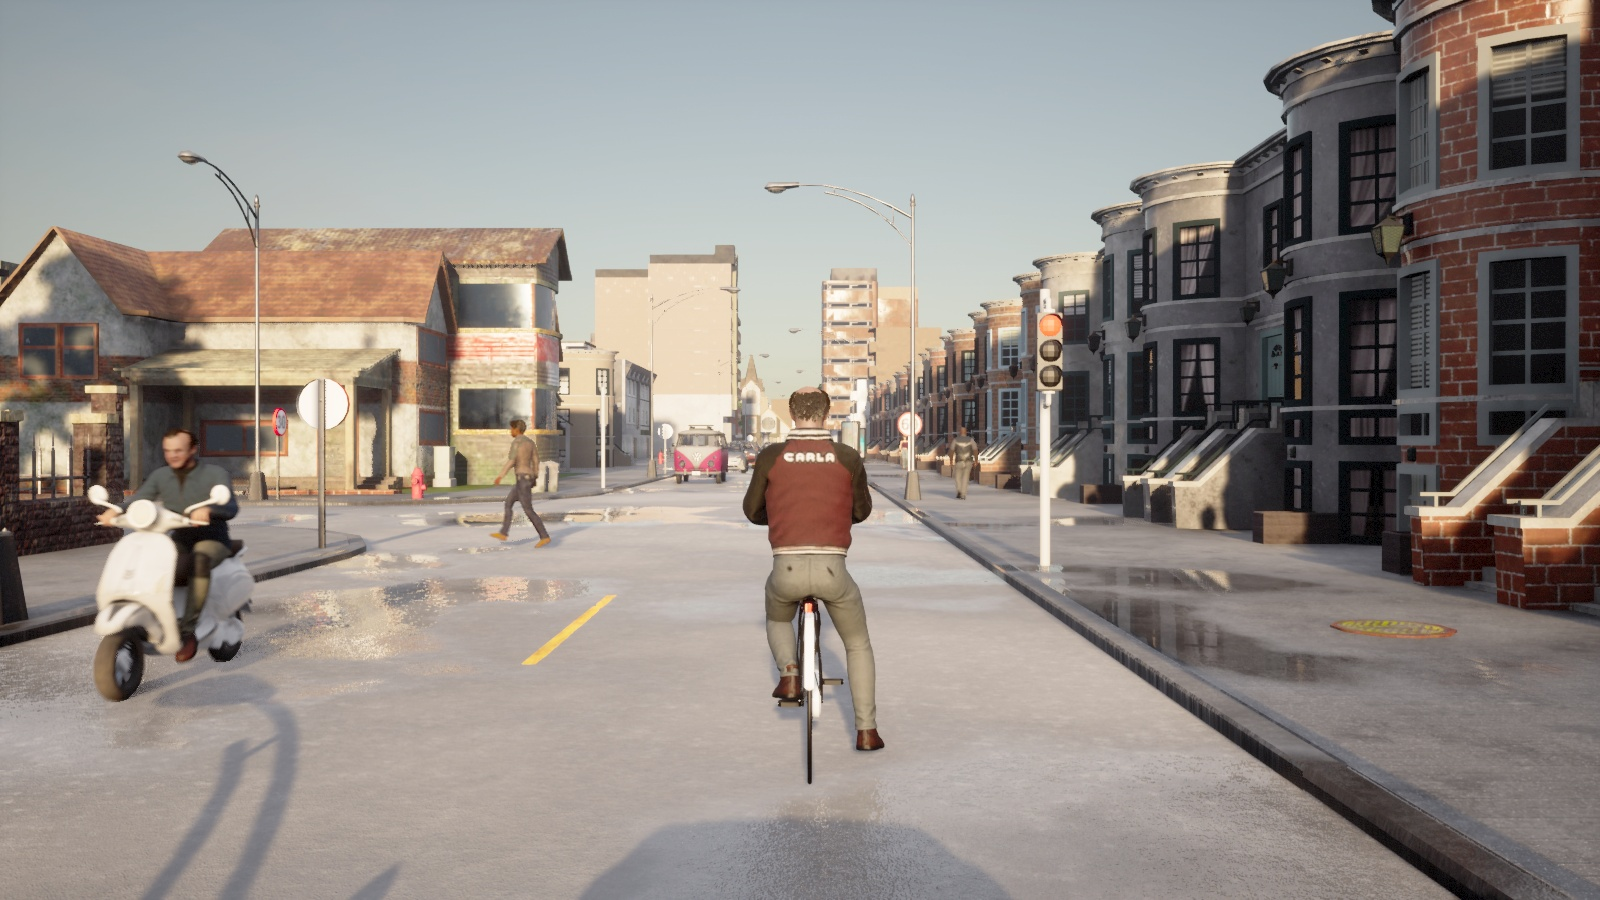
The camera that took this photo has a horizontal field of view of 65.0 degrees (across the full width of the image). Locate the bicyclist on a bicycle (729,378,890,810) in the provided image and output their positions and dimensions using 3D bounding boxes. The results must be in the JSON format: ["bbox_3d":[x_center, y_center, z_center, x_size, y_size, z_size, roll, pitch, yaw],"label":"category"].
[{"bbox_3d":[0.045,0.583,6.081,0.659,1.776,1.843,0,1,0],"label":"bicyclist on a bicycle"}]

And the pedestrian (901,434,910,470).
[{"bbox_3d":[5.406,0.096,64.476,0.345,1.836,0.594,0,0,-5],"label":"pedestrian"}]

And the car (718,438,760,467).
[{"bbox_3d":[-3.512,0.108,73.392,2.152,1.651,5.027,0,0,0],"label":"car"}]

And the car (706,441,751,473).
[{"bbox_3d":[-3.579,0.332,63.494,2.007,1.525,4.514,0,0,0],"label":"car"}]

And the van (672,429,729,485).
[{"bbox_3d":[-3.688,0.230,47.166,1.775,1.987,4.442,0,0,1],"label":"van"}]

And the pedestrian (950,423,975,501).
[{"bbox_3d":[3.965,0.286,30.690,0.563,1.883,0.849,0,0,4],"label":"pedestrian"}]

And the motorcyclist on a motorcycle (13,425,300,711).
[{"bbox_3d":[-3.944,0.652,7.896,0.866,1.590,1.817,0,0,0],"label":"motorcyclist on a motorcycle"}]

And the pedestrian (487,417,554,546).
[{"bbox_3d":[-3.960,0.440,17.773,0.869,1.805,0.328,0,0,13],"label":"pedestrian"}]
